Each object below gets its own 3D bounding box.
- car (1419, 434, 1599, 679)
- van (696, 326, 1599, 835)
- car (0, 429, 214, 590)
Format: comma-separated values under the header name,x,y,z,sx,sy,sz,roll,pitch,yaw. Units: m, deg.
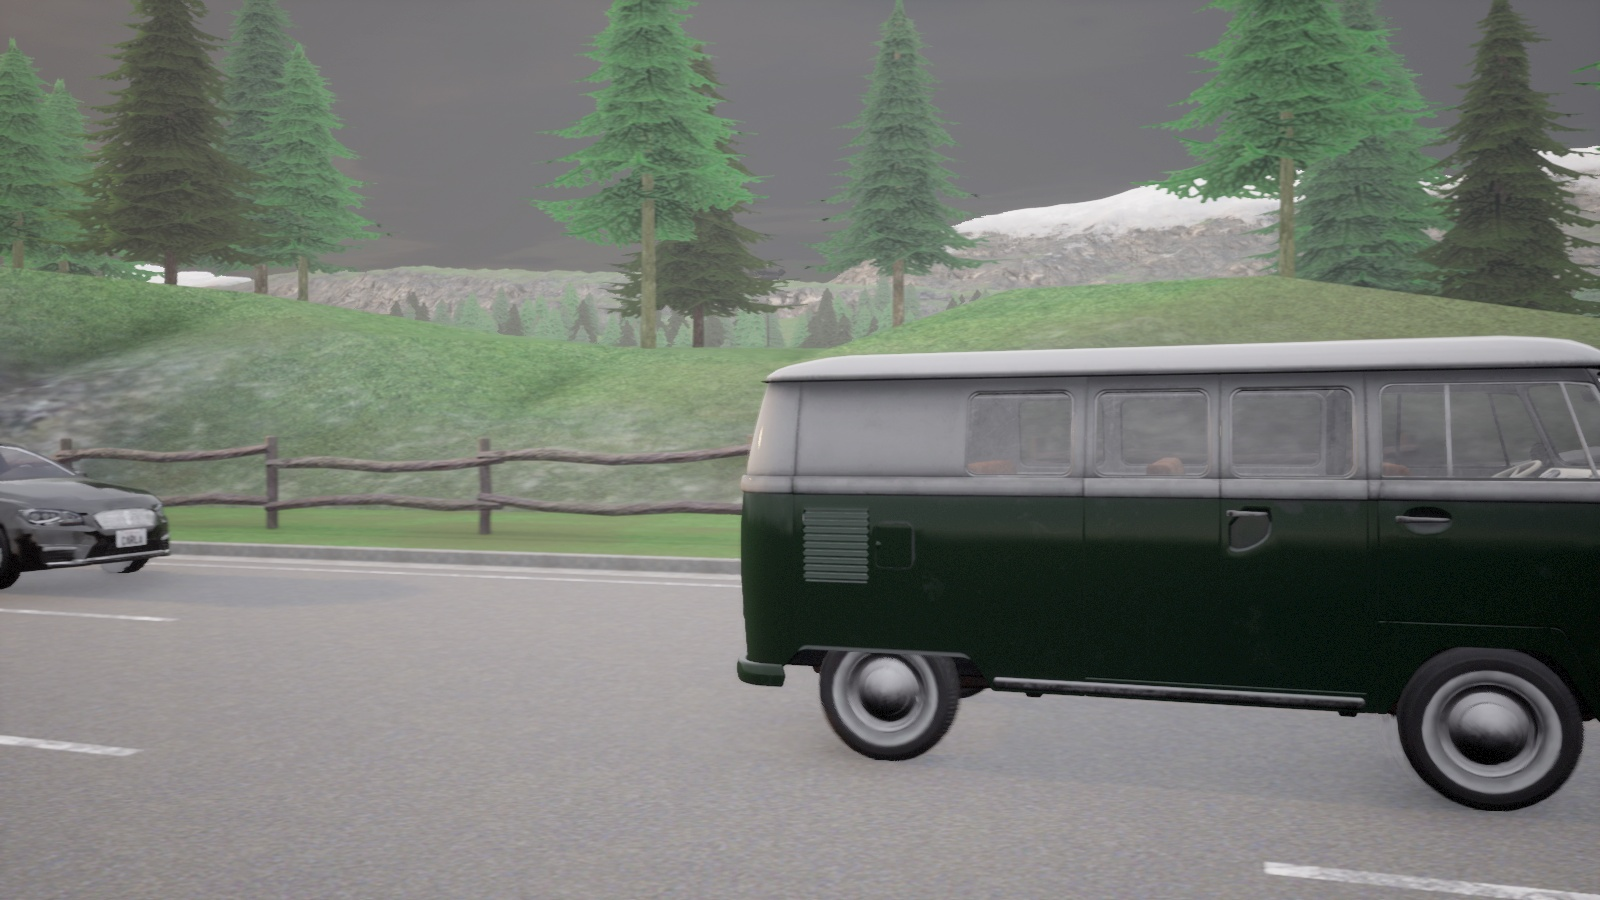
name,x,y,z,sx,sy,sz,roll,pitch,yaw
car,6.743,0.666,8.309,4.514,1.525,2.007,1,1,19
van,1.883,0.488,6.249,4.442,1.987,1.775,0,1,19
car,-9.142,0.525,13.652,4.902,1.511,2.128,1,1,19
